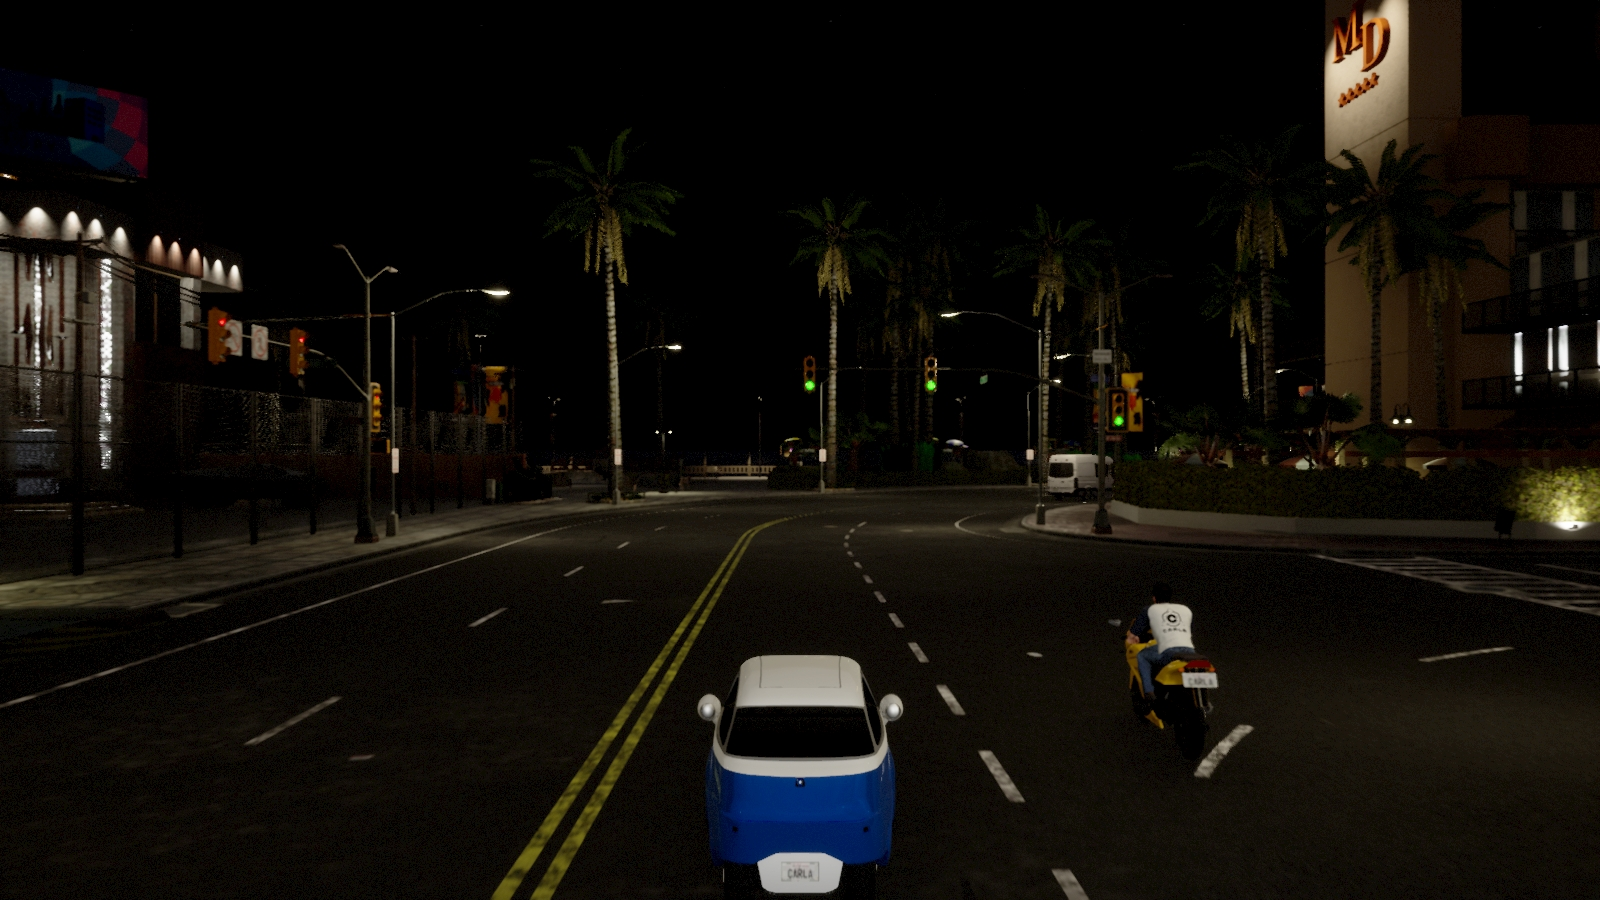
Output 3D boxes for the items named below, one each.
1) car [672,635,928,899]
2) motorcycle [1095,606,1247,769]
[{"bbox_3d":[0.003,2.122,7.718,1.481,1.376,2.207,0,0,0],"label":"car"},{"bbox_3d":[3.506,2.215,10.995,0.803,1.145,2.033,0,0,0],"label":"motorcycle"}]
